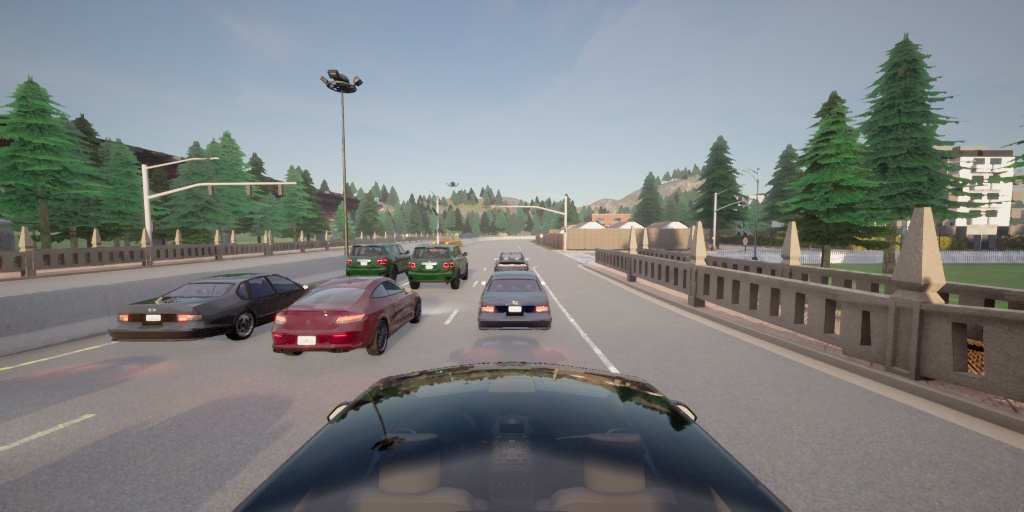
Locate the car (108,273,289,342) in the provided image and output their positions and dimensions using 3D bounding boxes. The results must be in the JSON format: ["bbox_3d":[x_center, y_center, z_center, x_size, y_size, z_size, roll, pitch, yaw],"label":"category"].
[{"bbox_3d":[-6.946,1.156,9.436,2.033,1.411,5.357,0,2,0],"label":"car"}]

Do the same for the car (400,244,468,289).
[{"bbox_3d":[-3.506,0.399,17.798,2.150,2.045,5.566,0,4,0],"label":"car"}]

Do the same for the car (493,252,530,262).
[{"bbox_3d":[-0.023,0.529,20.115,2.128,1.511,4.902,0,3,0],"label":"car"}]

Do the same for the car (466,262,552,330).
[{"bbox_3d":[0.048,1.121,10.419,2.033,1.411,5.357,0,2,0],"label":"car"}]

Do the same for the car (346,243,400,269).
[{"bbox_3d":[-7.020,0.285,19.624,2.150,2.045,5.566,0,4,0],"label":"car"}]

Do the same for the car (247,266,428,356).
[{"bbox_3d":[-3.440,1.172,8.262,1.812,1.442,4.674,0,2,-1],"label":"car"}]
